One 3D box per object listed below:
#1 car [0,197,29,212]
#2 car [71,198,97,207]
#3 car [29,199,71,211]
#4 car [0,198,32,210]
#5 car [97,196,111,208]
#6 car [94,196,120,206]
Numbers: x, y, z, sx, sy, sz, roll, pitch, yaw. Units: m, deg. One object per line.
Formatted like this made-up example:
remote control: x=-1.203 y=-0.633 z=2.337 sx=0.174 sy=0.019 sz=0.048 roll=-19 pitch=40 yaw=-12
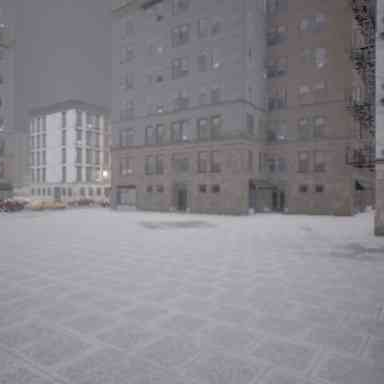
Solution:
car: x=-20.728 y=1.367 z=35.443 sx=2.192 sy=1.841 sz=5.009 roll=0 pitch=0 yaw=36
car: x=-17.825 y=1.570 z=53.314 sx=1.887 sy=1.381 sz=4.507 roll=0 pitch=0 yaw=36
car: x=-17.485 y=1.579 z=39.984 sx=1.752 sy=1.417 sz=4.829 roll=0 pitch=0 yaw=36
car: x=-24.114 y=1.572 z=44.511 sx=2.008 sy=1.369 sz=4.403 roll=0 pitch=0 yaw=36
car: x=-11.295 y=1.498 z=48.648 sx=1.967 sy=1.590 sz=4.097 roll=0 pitch=0 yaw=36
car: x=-14.681 y=1.467 z=57.715 sx=1.967 sy=1.590 sz=4.097 roll=0 pitch=0 yaw=36
